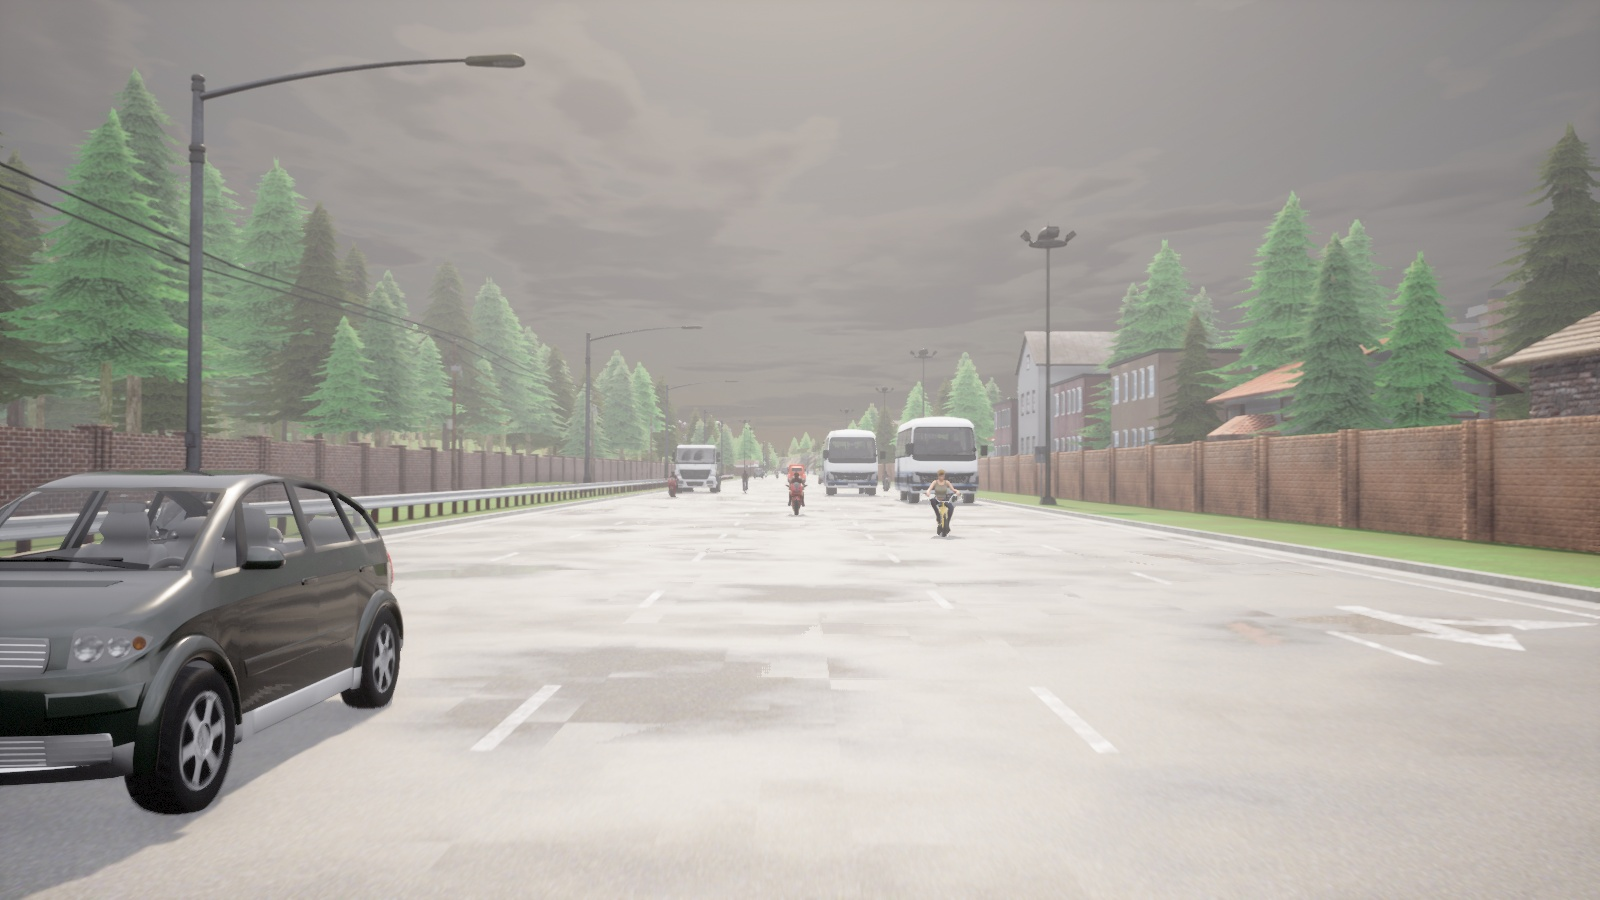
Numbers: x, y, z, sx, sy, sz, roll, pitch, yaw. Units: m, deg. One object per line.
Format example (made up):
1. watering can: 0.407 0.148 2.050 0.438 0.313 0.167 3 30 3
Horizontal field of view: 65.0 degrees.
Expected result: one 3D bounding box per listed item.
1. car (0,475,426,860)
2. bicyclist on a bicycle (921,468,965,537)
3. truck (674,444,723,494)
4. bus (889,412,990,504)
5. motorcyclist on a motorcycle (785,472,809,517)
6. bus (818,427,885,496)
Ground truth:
1. car: -3.518 0.924 6.964 1.789 1.549 3.705 0 -1 0
2. bicyclist on a bicycle: 3.408 1.240 30.018 0.866 1.612 1.509 0 -1 0
3. truck: -7.228 1.374 90.365 2.891 3.462 7.936 0 -1 0
4. bus: 6.837 0.474 63.499 3.944 4.253 10.273 0 -1 0
5. motorcyclist on a motorcycle: -0.110 1.535 44.063 0.797 1.523 2.044 0 -1 0
6. bus: 3.289 0.813 82.892 3.944 4.253 10.273 0 -1 0
